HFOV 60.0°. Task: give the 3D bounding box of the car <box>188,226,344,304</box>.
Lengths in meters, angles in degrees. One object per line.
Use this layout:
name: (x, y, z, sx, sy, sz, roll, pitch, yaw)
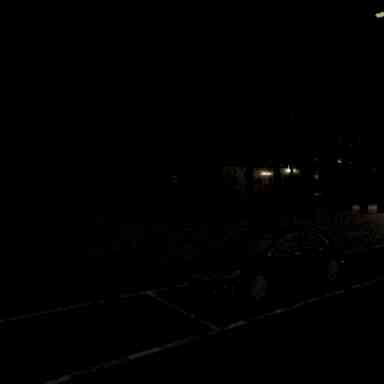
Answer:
car: (1.941, 1.544, 8.044, 4.403, 1.369, 2.008, 0, 0, -35)
